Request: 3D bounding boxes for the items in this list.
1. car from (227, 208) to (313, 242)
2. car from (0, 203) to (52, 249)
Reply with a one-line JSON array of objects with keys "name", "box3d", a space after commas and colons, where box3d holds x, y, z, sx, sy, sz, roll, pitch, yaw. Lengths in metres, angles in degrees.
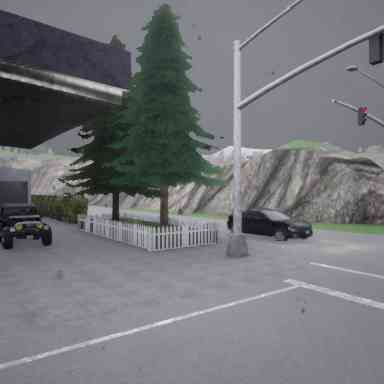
[{"name": "car", "box3d": [4.051, 1.669, 17.947, 1.882, 1.535, 5.008, 0, 0, -37]}, {"name": "car", "box3d": [-8.053, 1.505, 15.798, 1.905, 1.878, 3.866, 0, 0, -37]}]
